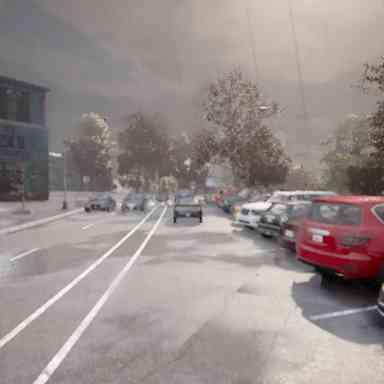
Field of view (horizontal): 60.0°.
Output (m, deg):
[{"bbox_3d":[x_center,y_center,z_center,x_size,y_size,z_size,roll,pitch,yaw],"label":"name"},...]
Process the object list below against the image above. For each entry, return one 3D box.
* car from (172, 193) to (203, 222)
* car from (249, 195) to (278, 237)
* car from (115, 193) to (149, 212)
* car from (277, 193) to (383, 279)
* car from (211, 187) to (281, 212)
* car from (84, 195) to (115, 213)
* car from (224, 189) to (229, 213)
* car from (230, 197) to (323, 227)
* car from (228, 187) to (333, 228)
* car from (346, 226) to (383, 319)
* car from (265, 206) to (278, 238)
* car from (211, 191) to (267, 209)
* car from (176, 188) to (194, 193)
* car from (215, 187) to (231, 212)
[{"bbox_3d":[-0.308,1.066,22.137,2.128,1.511,4.902,0,2,-2],"label":"car"},{"bbox_3d":[5.136,1.153,14.291,4.553,1.767,2.185,0,1,-21],"label":"car"},{"bbox_3d":[-4.825,0.854,28.495,2.128,1.511,4.902,0,2,-2],"label":"car"},{"bbox_3d":[5.294,1.141,8.368,5.566,2.045,2.435,0,1,-21],"label":"car"},{"bbox_3d":[4.724,0.582,29.165,5.566,2.045,2.435,0,2,-23],"label":"car"},{"bbox_3d":[-7.615,0.942,28.046,1.994,1.385,4.181,0,2,-2],"label":"car"},{"bbox_3d":[4.948,0.906,23.229,4.553,1.767,2.185,0,2,-22],"label":"car"},{"bbox_3d":[5.182,1.121,20.331,5.366,1.575,1.946,0,1,-22],"label":"car"},{"bbox_3d":[5.072,0.955,17.257,5.566,2.045,2.435,0,2,-22],"label":"car"},{"bbox_3d":[5.307,1.435,5.381,4.892,1.521,2.231,0,1,-21],"label":"car"},{"bbox_3d":[5.246,1.370,11.347,4.792,1.488,2.163,0,1,-21],"label":"car"},{"bbox_3d":[4.563,0.735,32.128,4.892,1.521,2.231,0,2,-23],"label":"car"},{"bbox_3d":[-0.843,0.368,38.835,2.097,1.767,4.553,0,2,0],"label":"car"},{"bbox_3d":[4.791,0.681,26.165,5.566,2.045,2.435,0,2,-22],"label":"car"}]
